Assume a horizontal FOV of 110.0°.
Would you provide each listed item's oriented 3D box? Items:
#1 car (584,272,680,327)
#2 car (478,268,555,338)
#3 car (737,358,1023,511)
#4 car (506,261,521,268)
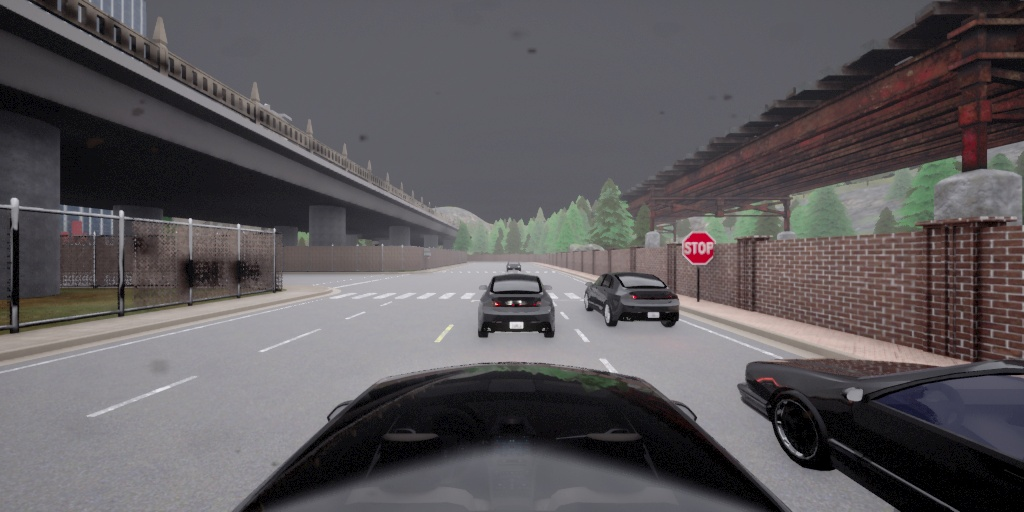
[{"bbox_3d":[3.606,1.255,11.534,1.837,1.490,4.892,0,0,0],"label":"car"},{"bbox_3d":[0.104,1.255,10.177,1.837,1.490,4.892,0,0,0],"label":"car"},{"bbox_3d":[3.600,1.297,1.788,2.033,1.411,5.357,0,0,0],"label":"car"},{"bbox_3d":[0.213,1.351,46.367,1.895,1.301,4.718,0,0,-1],"label":"car"}]
